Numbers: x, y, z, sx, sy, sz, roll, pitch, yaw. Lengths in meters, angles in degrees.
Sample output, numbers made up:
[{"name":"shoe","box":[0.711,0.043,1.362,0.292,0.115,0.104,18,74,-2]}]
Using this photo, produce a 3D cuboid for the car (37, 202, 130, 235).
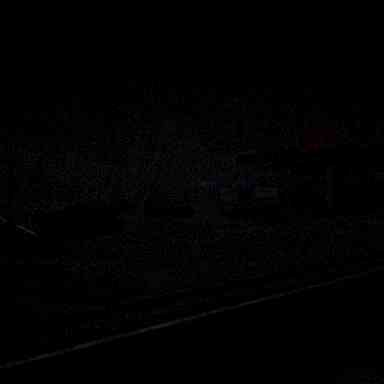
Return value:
[{"name":"car","box":[-6.121,1.542,18.456,4.514,1.523,2.007,1,0,-36]}]

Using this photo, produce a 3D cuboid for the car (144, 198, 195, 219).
[{"name":"car","box":[-2.046,1.435,29.937,4.605,1.855,1.932,1,0,-36]}]

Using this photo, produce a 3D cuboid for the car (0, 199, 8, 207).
[{"name":"car","box":[-30.472,1.624,51.918,3.806,1.475,1.970,1,0,-36]}]

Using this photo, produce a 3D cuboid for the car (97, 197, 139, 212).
[{"name":"car","box":[-8.744,1.642,40.464,4.514,1.523,2.007,1,0,-36]}]

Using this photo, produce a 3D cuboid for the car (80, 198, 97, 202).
[{"name":"car","box":[-14.545,1.663,48.600,3.633,1.501,1.845,1,0,-36]}]

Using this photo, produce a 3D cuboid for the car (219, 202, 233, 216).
[{"name":"car","box":[4.812,1.778,34.918,3.806,1.475,1.970,1,0,-36]}]

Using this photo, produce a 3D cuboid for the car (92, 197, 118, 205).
[{"name":"car","box":[-17.108,1.754,65.214,4.514,1.523,2.007,1,0,-36]}]

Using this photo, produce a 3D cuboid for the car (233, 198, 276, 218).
[{"name":"car","box":[6.260,1.489,31.863,3.866,1.878,1.905,1,0,-36]}]

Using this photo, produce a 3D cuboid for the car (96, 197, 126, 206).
[{"name":"car","box":[-15.233,1.746,62.698,5.027,1.636,2.152,1,0,-36]}]
